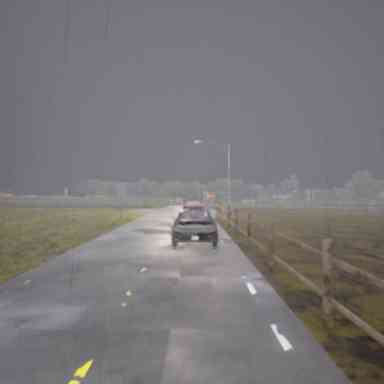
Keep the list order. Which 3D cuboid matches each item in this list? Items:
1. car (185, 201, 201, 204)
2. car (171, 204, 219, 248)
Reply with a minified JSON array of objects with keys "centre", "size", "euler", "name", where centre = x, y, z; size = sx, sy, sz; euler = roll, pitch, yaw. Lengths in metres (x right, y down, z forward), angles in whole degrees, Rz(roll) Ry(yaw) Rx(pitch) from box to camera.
[{"centre":[0.130,1.532,30.708],"size":[1.882,1.535,5.008],"euler":[0,-1,1],"name":"car"},{"centre":[0.104,1.472,14.513],"size":[2.128,1.511,4.902],"euler":[0,0,0],"name":"car"}]
